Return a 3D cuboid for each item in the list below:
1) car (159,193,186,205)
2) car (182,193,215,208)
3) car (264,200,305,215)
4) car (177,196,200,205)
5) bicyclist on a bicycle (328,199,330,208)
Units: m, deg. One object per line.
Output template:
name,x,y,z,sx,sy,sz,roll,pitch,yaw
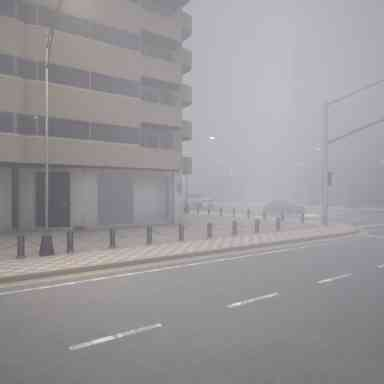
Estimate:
car,-3.434,1.166,58.421,2.150,2.045,5.566,0,0,-34
car,0.859,1.164,45.877,2.150,2.045,5.566,0,0,-35
car,9.334,1.509,33.803,1.994,1.385,4.181,0,0,-35
car,-0.697,1.449,60.622,1.837,1.490,4.892,0,0,-34
bicyclist on a bicycle,17.404,1.245,43.090,1.656,1.620,0.582,0,0,-35
